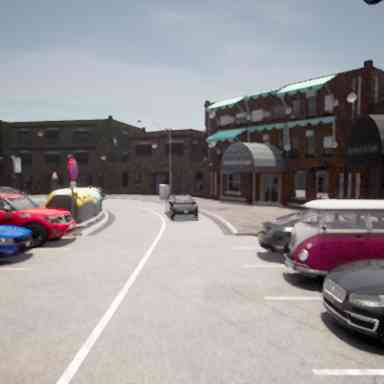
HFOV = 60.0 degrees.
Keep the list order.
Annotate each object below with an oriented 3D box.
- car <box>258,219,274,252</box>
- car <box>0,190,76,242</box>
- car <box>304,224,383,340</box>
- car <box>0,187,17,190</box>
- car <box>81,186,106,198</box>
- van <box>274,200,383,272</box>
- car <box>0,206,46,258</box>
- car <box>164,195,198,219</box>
[{"bbox_3d":[4.646,1.367,10.923,4.892,1.521,2.231,0,2,0],"label":"car"},{"bbox_3d":[-7.649,1.054,13.450,5.566,2.045,2.435,0,1,0],"label":"car"},{"bbox_3d":[4.657,1.441,5.321,4.892,1.521,2.231,0,1,0],"label":"car"},{"bbox_3d":[-20.823,0.184,37.525,4.553,1.767,2.097,-1,4,14],"label":"car"},{"bbox_3d":[-11.820,0.053,37.732,4.674,1.442,1.812,1,4,31],"label":"car"},{"bbox_3d":[4.535,1.188,8.112,4.442,1.987,1.878,0,1,0],"label":"van"},{"bbox_3d":[-7.683,1.374,10.511,5.008,1.535,2.097,0,1,0],"label":"car"},{"bbox_3d":[-0.818,0.922,23.149,2.128,1.511,4.902,-1,3,-11],"label":"car"}]
